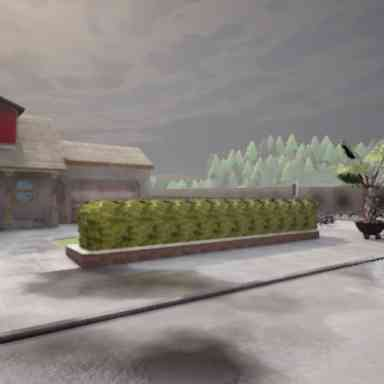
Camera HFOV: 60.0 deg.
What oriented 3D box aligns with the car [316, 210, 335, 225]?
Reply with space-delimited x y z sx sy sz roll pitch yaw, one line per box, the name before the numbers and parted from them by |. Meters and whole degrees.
car | 8.757 1.796 25.641 1.994 1.385 4.181 1 0 -35
